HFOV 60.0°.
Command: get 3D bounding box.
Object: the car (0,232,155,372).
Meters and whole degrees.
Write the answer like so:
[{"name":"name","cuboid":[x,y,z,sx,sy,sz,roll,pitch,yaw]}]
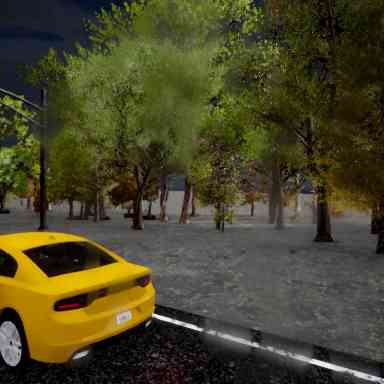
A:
[{"name":"car","cuboid":[-2.900,1.444,5.749,5.008,1.535,1.882,1,0,35]}]
